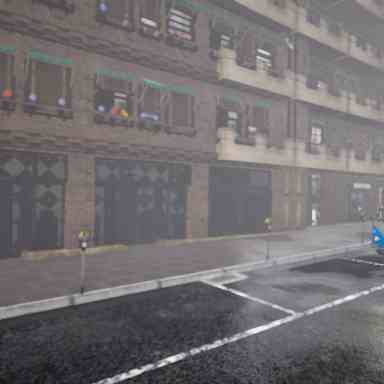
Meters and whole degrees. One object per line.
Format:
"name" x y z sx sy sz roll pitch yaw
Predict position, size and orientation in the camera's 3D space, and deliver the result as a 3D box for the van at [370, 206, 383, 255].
"van" 7.932 1.321 11.742 3.998 1.788 1.690 0 1 -36
